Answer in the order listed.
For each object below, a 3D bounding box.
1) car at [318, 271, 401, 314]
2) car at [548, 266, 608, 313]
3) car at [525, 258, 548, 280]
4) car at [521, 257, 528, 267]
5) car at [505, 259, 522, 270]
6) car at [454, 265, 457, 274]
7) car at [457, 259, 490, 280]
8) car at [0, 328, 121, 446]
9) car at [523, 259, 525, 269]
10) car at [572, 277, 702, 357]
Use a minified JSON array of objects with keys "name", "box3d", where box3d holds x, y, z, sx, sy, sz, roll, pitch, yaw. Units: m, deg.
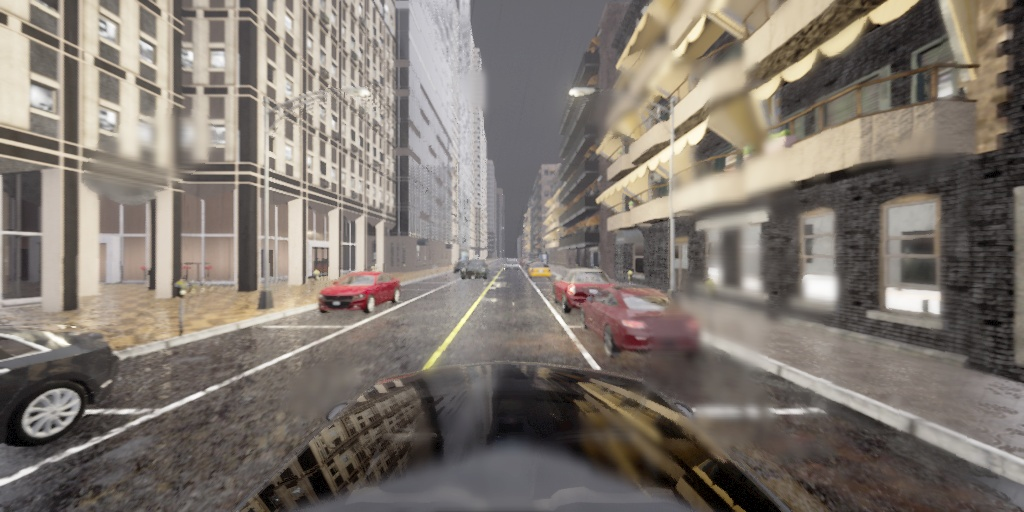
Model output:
[{"name":"car","box3d":[-5.687,1.294,13.865,1.888,1.381,4.507,0,0,0]},{"name":"car","box3d":[2.693,1.188,13.863,1.967,1.591,4.097,0,0,0]},{"name":"car","box3d":[2.358,1.205,31.709,1.801,1.575,5.366,0,0,0]},{"name":"car","box3d":[2.704,1.305,53.403,2.007,1.370,4.403,0,0,0]},{"name":"car","box3d":[0.026,1.355,50.858,1.895,1.301,4.718,0,0,0]},{"name":"car","box3d":[-5.680,1.317,42.107,1.948,1.339,4.313,0,0,0]},{"name":"car","box3d":[-3.087,1.101,30.710,2.097,1.767,4.553,0,0,0]},{"name":"car","box3d":[-5.690,1.301,2.568,2.007,1.370,4.403,0,0,0]},{"name":"car","box3d":[2.702,1.316,42.105,1.948,1.339,4.313,0,0,0]},{"name":"car","box3d":[2.692,1.331,8.214,1.802,1.307,4.207,0,0,0]}]
